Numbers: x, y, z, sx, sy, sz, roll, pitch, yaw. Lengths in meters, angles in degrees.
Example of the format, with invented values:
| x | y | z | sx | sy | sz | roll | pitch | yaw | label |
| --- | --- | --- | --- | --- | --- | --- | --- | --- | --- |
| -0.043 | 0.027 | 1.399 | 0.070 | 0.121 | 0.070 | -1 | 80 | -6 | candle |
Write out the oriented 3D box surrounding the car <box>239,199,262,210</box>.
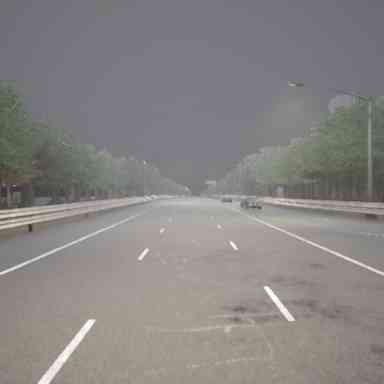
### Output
| x | y | z | sx | sy | sz | roll | pitch | yaw | label |
| --- | --- | --- | --- | --- | --- | --- | --- | --- | --- |
| 7.300 | 1.526 | 41.733 | 2.033 | 1.411 | 5.357 | 0 | 0 | -3 | car |

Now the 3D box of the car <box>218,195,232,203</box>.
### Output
| x | y | z | sx | sy | sz | roll | pitch | yaw | label |
| --- | --- | --- | --- | --- | --- | --- | --- | --- | --- |
| 7.022 | 1.444 | 68.250 | 1.882 | 1.535 | 5.008 | 0 | 0 | 0 | car |
